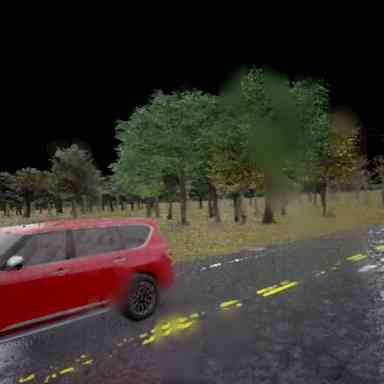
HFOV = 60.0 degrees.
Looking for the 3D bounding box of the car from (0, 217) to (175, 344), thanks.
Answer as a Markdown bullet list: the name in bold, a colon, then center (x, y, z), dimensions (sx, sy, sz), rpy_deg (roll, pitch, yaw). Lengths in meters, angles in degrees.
- **car**: center (-2.812, 1.571, 6.276), dimensions (2.150, 2.045, 5.566), rpy_deg (-4, -3, 44)
